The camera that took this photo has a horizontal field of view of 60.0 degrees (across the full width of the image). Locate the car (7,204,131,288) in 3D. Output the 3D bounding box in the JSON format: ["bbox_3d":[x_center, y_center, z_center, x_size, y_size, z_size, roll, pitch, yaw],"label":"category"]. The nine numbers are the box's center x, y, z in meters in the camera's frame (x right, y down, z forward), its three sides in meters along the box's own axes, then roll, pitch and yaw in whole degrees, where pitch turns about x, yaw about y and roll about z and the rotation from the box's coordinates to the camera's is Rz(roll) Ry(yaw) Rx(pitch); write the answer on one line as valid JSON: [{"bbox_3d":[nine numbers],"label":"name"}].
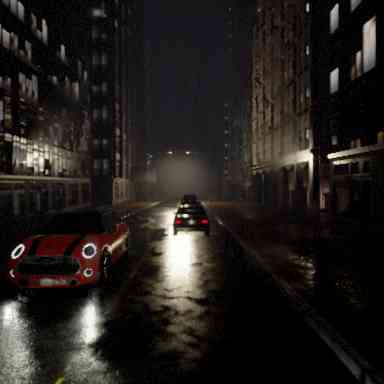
[{"bbox_3d":[-3.072,1.286,9.236,2.097,1.767,4.553,0,1,0],"label":"car"}]

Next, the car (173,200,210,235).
[{"bbox_3d":[-0.050,1.389,17.549,2.033,1.411,5.357,0,1,0],"label":"car"}]

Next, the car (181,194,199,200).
[{"bbox_3d":[-0.226,1.012,38.807,2.097,1.767,4.553,0,0,0],"label":"car"}]
